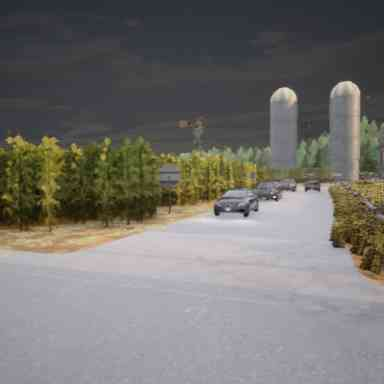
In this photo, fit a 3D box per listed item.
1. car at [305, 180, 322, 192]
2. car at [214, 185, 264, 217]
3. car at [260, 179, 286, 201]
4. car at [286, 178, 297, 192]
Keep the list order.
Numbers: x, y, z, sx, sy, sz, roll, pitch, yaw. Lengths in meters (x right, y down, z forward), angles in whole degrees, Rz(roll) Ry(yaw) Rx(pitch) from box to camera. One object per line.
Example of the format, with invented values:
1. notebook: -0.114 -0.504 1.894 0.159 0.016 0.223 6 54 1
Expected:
1. car: 15.814 -0.805 43.434 2.128 1.511 4.902 0 3 22
2. car: 2.701 0.516 19.263 1.812 1.442 4.674 0 3 22
3. car: 6.809 -0.167 29.631 2.097 1.767 4.553 0 3 22
4. car: 12.733 -0.955 44.401 2.097 1.767 4.553 0 3 22
